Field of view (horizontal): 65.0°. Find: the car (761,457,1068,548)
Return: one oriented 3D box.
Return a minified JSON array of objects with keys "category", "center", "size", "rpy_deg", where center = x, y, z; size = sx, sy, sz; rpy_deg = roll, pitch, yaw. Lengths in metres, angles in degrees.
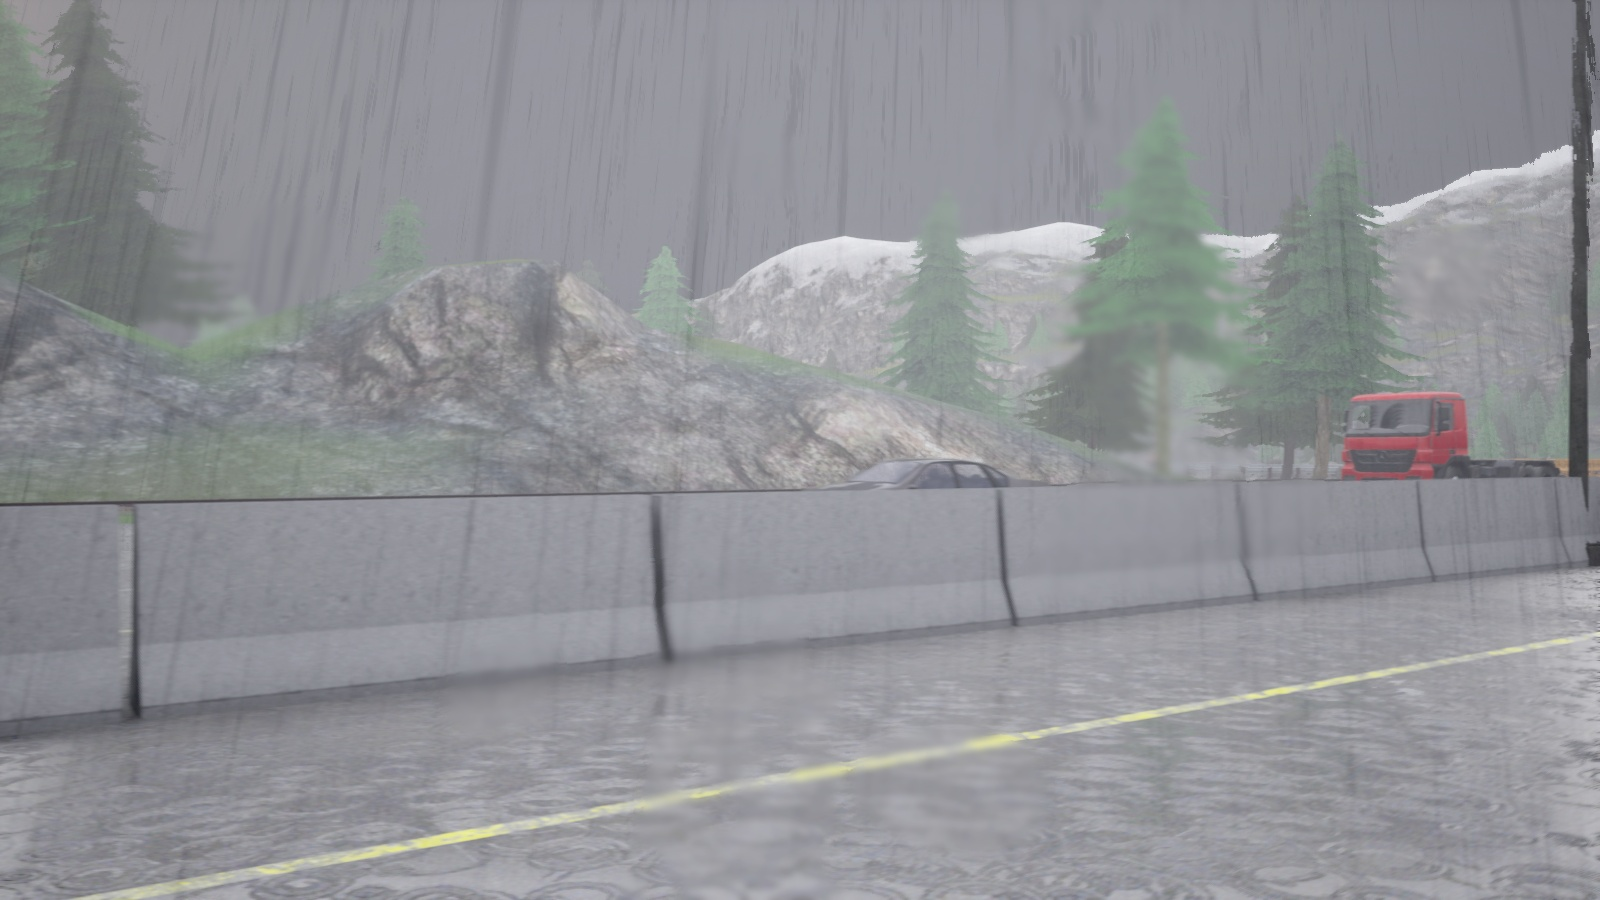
[{"category":"car","center":[2.109,0.842,22.184],"size":[5.357,1.411,2.033],"rpy_deg":[0,0,-35]}]

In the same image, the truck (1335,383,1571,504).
[{"category":"truck","center":[20.513,-0.184,39.285],"size":[7.936,3.462,2.891],"rpy_deg":[0,0,-32]}]
